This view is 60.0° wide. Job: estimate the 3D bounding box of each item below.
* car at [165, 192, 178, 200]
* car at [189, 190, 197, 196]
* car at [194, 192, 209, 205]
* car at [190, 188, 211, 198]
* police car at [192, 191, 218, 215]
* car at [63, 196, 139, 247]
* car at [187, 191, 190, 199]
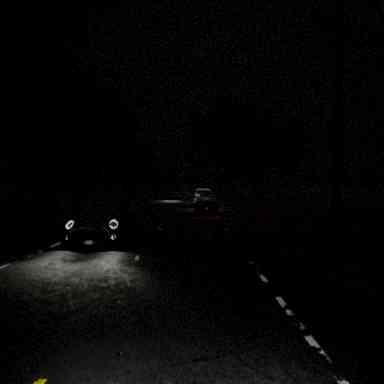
[{"bbox_3d":[-3.362,0.678,55.374,1.994,1.385,4.181,0,1,1],"label":"car"},{"bbox_3d":[0.228,0.230,77.548,1.994,1.385,4.181,0,1,0],"label":"car"},{"bbox_3d":[1.218,0.805,43.858,1.837,1.490,4.892,1,0,0],"label":"car"},{"bbox_3d":[1.207,0.599,37.872,2.150,2.045,5.566,1,1,0],"label":"car"},{"bbox_3d":[1.140,0.987,27.948,1.930,1.638,5.238,0,1,0],"label":"police car"},{"bbox_3d":[-3.572,1.095,13.745,2.097,1.767,4.553,-1,2,0],"label":"car"},{"bbox_3d":[0.180,0.550,62.124,1.994,1.385,4.181,1,1,0],"label":"car"}]
